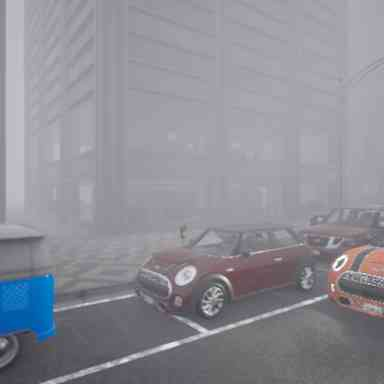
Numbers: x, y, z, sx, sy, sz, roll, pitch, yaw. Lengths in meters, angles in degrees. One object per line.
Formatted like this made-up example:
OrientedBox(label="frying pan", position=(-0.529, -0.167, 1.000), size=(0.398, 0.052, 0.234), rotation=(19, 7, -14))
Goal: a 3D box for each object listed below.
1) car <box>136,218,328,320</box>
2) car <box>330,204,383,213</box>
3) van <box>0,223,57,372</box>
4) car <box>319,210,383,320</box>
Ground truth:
OrientedBox(label="car", position=(0.830, 1.451, 7.262), size=(4.097, 1.590, 1.967), rotation=(0, 0, -36))
OrientedBox(label="car", position=(5.408, 1.339, 10.550), size=(5.009, 1.841, 2.192), rotation=(0, 0, -36))
OrientedBox(label="van", position=(-3.749, 1.339, 3.974), size=(3.998, 1.788, 1.690), rotation=(0, 0, -36))
OrientedBox(label="car", position=(4.836, 1.370, 6.857), size=(4.553, 1.767, 2.097), rotation=(0, 0, -36))
